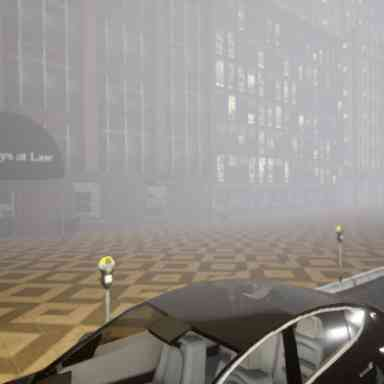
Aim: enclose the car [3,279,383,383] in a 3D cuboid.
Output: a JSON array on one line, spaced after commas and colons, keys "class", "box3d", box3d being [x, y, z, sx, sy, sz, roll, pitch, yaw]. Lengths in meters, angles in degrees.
[{"class": "car", "box3d": [0.095, 1.550, 2.640, 4.313, 1.339, 1.947, -1, 0, -37]}]
